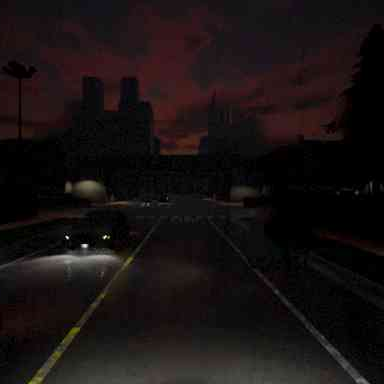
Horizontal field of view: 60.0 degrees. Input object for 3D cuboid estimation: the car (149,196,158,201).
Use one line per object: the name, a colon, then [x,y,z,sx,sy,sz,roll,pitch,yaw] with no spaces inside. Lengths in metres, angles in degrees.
car: [-9.729,1.564,84.126,1.895,1.301,4.718,0,0,-1]

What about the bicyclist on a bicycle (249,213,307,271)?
bicyclist on a bicycle: [2.434,1.424,9.370,1.656,1.620,0.582,0,0,-1]

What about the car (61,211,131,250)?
car: [-3.895,1.539,14.585,2.033,1.411,5.357,0,0,-1]

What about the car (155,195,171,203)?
car: [-5.841,1.333,68.732,2.097,1.767,4.553,0,0,-1]

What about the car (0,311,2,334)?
car: [-3.623,1.563,2.962,1.994,1.385,4.181,0,0,-1]

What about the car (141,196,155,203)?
car: [-9.337,1.499,68.532,2.128,1.511,4.902,0,0,-1]

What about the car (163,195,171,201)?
car: [-6.225,1.493,84.034,1.812,1.442,4.674,0,0,-1]
